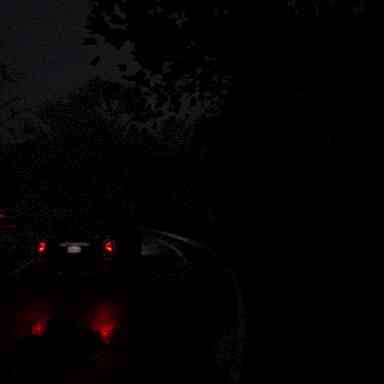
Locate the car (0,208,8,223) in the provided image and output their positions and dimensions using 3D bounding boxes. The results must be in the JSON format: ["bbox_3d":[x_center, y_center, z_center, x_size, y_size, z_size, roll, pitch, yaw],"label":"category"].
[{"bbox_3d":[-15.947,1.560,24.233,5.008,1.535,1.882,0,-1,14],"label":"car"}]

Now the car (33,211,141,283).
[{"bbox_3d":[-2.794,1.382,9.914,2.097,1.767,4.553,0,0,-1],"label":"car"}]
